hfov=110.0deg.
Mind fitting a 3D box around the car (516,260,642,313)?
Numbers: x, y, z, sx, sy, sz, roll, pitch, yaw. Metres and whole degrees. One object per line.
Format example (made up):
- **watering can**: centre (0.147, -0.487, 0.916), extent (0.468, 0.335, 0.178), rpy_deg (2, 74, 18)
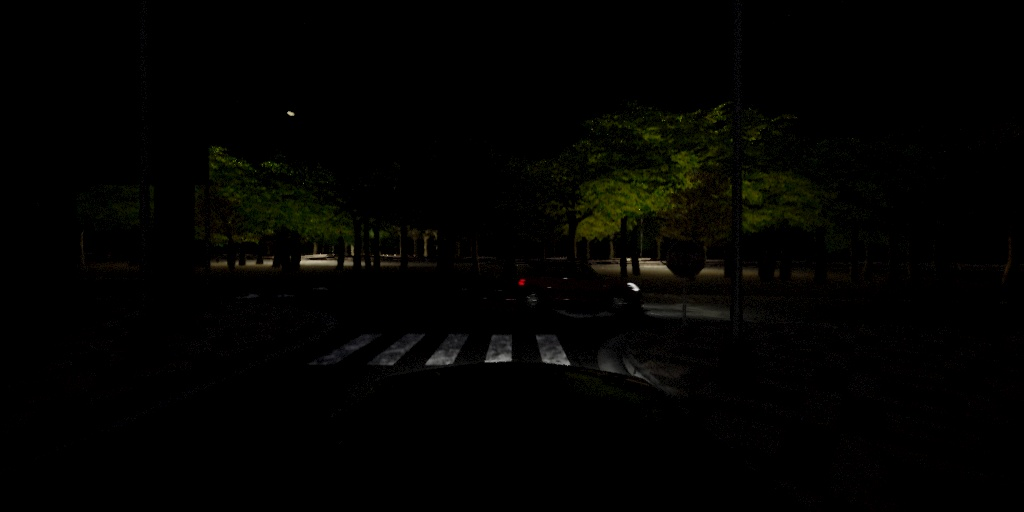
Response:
- **car**: centre (2.492, 1.052, 13.600), extent (4.553, 1.767, 2.097), rpy_deg (1, 0, 8)
